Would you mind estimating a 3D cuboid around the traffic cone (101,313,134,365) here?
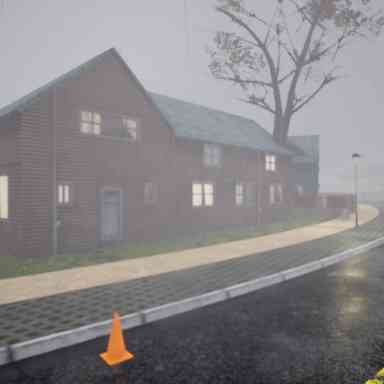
[{"bbox_3d":[-1.025,1.947,4.526,0.340,0.580,0.340,-1,0,-37],"label":"traffic cone"}]
